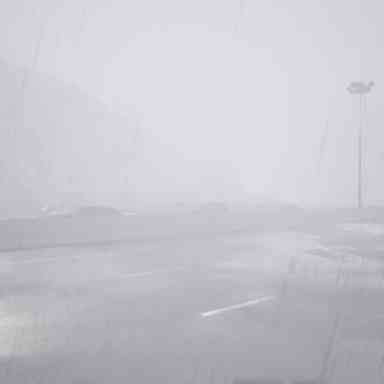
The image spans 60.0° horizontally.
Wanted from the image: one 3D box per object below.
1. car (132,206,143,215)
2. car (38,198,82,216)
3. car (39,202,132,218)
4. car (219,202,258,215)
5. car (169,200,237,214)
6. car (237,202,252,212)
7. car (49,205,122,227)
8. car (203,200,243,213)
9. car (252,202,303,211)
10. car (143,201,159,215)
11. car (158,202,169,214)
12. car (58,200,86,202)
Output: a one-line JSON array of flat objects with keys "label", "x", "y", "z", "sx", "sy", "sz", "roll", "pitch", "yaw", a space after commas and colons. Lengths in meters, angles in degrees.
[{"label": "car", "x": -3.796, "y": 1.717, "z": 35.548, "sx": 5.357, "sy": 1.411, "sz": 2.033, "roll": 1, "pitch": 0, "yaw": -35}, {"label": "car", "x": -11.460, "y": 1.431, "z": 30.163, "sx": 4.553, "sy": 1.767, "sz": 2.097, "roll": 1, "pitch": 0, "yaw": -35}, {"label": "car", "x": -6.572, "y": 1.569, "z": 20.781, "sx": 4.892, "sy": 1.490, "sz": 1.837, "roll": 1, "pitch": 0, "yaw": -35}, {"label": "car", "x": 5.287, "y": 1.818, "z": 37.808, "sx": 4.181, "sy": 1.385, "sz": 1.994, "roll": 1, "pitch": 0, "yaw": -38}, {"label": "car", "x": 0.895, "y": 1.505, "z": 26.053, "sx": 4.553, "sy": 1.767, "sz": 2.097, "roll": 1, "pitch": 0, "yaw": -35}, {"label": "car", "x": 6.787, "y": 1.795, "z": 34.572, "sx": 5.357, "sy": 1.411, "sz": 2.033, "roll": 1, "pitch": 0, "yaw": -35}, {"label": "car", "x": -7.697, "y": 1.676, "z": 24.268, "sx": 4.718, "sy": 1.301, "sz": 1.895, "roll": 1, "pitch": 0, "yaw": -35}, {"label": "car", "x": 3.903, "y": 1.740, "z": 41.209, "sx": 5.008, "sy": 1.535, "sz": 1.882, "roll": 1, "pitch": 0, "yaw": -38}, {"label": "car", "x": 8.399, "y": 1.720, "z": 31.413, "sx": 5.008, "sy": 1.535, "sz": 1.882, "roll": 1, "pitch": 0, "yaw": -35}, {"label": "car", "x": -1.920, "y": 1.673, "z": 32.589, "sx": 4.892, "sy": 1.490, "sz": 1.837, "roll": 1, "pitch": 0, "yaw": -35}, {"label": "car", "x": -0.494, "y": 1.725, "z": 29.336, "sx": 4.181, "sy": 1.385, "sz": 1.994, "roll": 1, "pitch": 0, "yaw": -35}, {"label": "car", "x": -9.207, "y": 1.645, "z": 27.461, "sx": 4.181, "sy": 1.385, "sz": 1.994, "roll": 1, "pitch": 0, "yaw": -34}]
